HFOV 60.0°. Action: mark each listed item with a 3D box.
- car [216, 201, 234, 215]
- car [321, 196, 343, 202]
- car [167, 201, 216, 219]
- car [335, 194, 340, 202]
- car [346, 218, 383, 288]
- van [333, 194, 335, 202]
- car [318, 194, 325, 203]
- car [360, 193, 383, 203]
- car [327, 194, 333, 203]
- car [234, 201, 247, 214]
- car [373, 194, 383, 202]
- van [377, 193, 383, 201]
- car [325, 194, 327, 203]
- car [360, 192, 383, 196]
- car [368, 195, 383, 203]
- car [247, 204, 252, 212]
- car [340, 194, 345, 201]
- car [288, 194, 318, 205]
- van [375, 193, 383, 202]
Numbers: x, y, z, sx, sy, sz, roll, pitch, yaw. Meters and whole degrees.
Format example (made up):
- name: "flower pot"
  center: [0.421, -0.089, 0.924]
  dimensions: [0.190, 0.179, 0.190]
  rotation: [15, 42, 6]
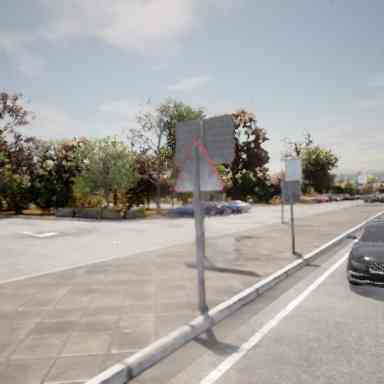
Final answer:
- name: "car"
  center: [1.529, 1.825, 36.226]
  dimensions: [4.892, 1.521, 2.231]
  rotation: [-2, -1, 34]
- name: "car"
  center: [37.016, 1.778, 87.983]
  dimensions: [5.008, 1.535, 2.097]
  rotation: [-2, -1, 34]
- name: "car"
  center: [-0.326, 1.877, 33.526]
  dimensions: [4.674, 1.452, 2.002]
  rotation: [-2, -1, 34]
- name: "car"
  center: [33.869, 1.788, 83.385]
  dimensions: [4.674, 1.452, 2.002]
  rotation: [-2, -1, 34]
- name: "car"
  center: [5.467, 1.489, 8.885]
  dimensions: [1.837, 1.490, 4.892]
  rotation: [-2, -1, 35]
- name: "van"
  center: [30.620, 1.494, 78.859]
  dimensions: [4.442, 1.987, 1.878]
  rotation: [-2, -1, 34]
- name: "car"
  center: [24.420, 1.683, 69.607]
  dimensions: [5.008, 1.535, 2.097]
  rotation: [-2, -1, 34]
- name: "car"
  center: [33.624, 1.350, 59.890]
  dimensions: [4.892, 1.521, 2.231]
  rotation: [-2, -1, 34]
- name: "car"
  center: [29.172, 1.578, 76.480]
  dimensions: [4.553, 1.767, 2.185]
  rotation: [-2, -1, 34]
- name: "car"
  center: [3.371, 1.810, 38.932]
  dimensions: [5.008, 1.535, 2.097]
  rotation: [-2, -1, 34]
- name: "car"
  center: [41.565, 1.257, 71.434]
  dimensions: [4.553, 1.767, 2.185]
  rotation: [-2, -1, 34]
- name: "van"
  center: [46.191, 1.206, 78.461]
  dimensions: [4.442, 1.987, 1.878]
  rotation: [-2, -1, 34]
- name: "car"
  center: [25.999, 1.727, 71.903]
  dimensions: [4.674, 1.452, 2.002]
  rotation: [-2, -1, 34]
- name: "car"
  center: [35.175, 1.099, 62.223]
  dimensions: [5.566, 2.045, 2.435]
  rotation: [-2, -1, 34]
- name: "car"
  center: [38.368, 1.360, 66.828]
  dimensions: [4.892, 1.521, 2.231]
  rotation: [-2, -1, 34]
- name: "car"
  center: [5.160, 1.837, 41.523]
  dimensions: [4.674, 1.452, 2.002]
  rotation: [-2, -1, 34]
- name: "car"
  center: [35.592, 1.755, 85.581]
  dimensions: [5.366, 1.575, 1.946]
  rotation: [-2, -1, 34]
- name: "car"
  center: [21.278, 1.685, 65.009]
  dimensions: [5.008, 1.535, 2.097]
  rotation: [-2, -1, 34]
- name: "van"
  center: [43.217, 1.170, 73.702]
  dimensions: [4.442, 1.987, 1.878]
  rotation: [-2, -1, 34]
